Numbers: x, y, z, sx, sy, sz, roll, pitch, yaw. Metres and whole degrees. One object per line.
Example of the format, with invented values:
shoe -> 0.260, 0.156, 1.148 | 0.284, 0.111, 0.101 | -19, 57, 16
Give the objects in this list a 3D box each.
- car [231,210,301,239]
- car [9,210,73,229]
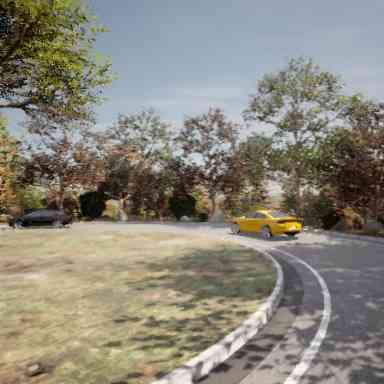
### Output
car -> 4.280, 1.839, 20.030 | 1.882, 1.535, 5.008 | 1, -2, -27
car -> -12.646, 2.262, 27.970 | 5.008, 1.535, 1.882 | -1, -2, -7
